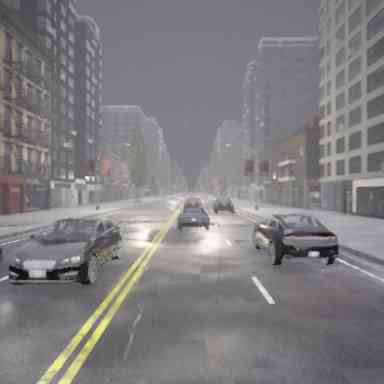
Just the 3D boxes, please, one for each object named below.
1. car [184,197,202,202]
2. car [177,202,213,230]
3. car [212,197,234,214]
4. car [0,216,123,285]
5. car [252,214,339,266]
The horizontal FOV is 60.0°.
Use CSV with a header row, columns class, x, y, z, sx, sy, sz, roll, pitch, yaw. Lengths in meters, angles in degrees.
class,x,y,z,sx,sy,sz,roll,pitch,yaw
car,0.107,1.375,38.685,2.097,1.767,4.553,0,0,0
car,0.101,1.579,21.389,1.994,1.385,4.181,0,0,0
car,3.359,1.375,36.442,2.097,1.767,4.553,0,0,0
car,-3.289,1.499,9.586,2.128,1.511,4.902,0,0,1
car,3.350,1.500,11.572,2.128,1.511,4.902,0,0,0
